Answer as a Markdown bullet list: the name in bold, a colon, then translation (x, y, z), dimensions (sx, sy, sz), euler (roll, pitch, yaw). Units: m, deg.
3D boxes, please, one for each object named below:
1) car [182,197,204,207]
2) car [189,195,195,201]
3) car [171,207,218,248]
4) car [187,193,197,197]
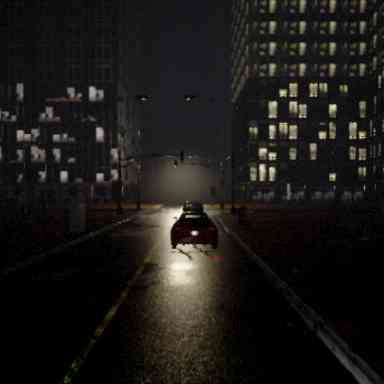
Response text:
- **car**: translation (0.089, 1.531, 30.566), dimensions (2.128, 1.511, 4.902), euler (0, 0, 0)
- **car**: translation (-0.030, 1.678, 91.543), dimensions (1.812, 1.442, 4.674), euler (0, 0, 0)
- **car**: translation (0.097, 1.577, 14.990), dimensions (1.994, 1.385, 4.181), euler (0, 0, 0)
- **car**: translation (-0.027, 1.363, 81.157), dimensions (2.150, 2.045, 5.566), euler (0, 0, 0)
